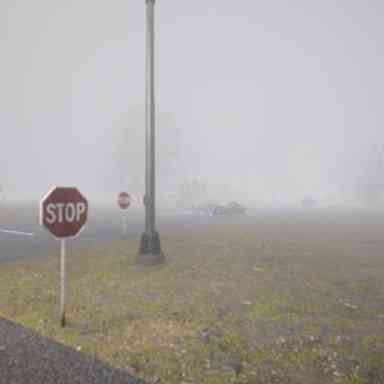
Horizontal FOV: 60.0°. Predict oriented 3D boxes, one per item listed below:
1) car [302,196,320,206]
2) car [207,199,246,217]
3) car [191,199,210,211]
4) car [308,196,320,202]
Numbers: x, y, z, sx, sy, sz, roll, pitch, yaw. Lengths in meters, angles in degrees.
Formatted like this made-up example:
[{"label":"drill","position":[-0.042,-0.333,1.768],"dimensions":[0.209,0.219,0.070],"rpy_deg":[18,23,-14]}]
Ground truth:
[{"label":"car","position":[21.071,1.550,59.533],"dimensions":[2.097,1.767,4.553],"rpy_deg":[0,0,29]},{"label":"car","position":[3.718,1.638,32.772],"dimensions":[1.812,1.442,4.674],"rpy_deg":[0,0,34]},{"label":"car","position":[1.809,1.622,42.521],"dimensions":[2.128,1.511,4.902],"rpy_deg":[0,0,34]},{"label":"car","position":[32.310,1.829,88.032],"dimensions":[1.895,1.301,4.718],"rpy_deg":[0,0,34]}]
